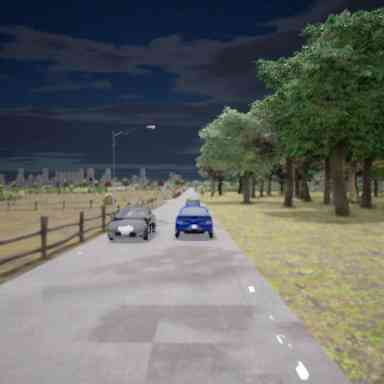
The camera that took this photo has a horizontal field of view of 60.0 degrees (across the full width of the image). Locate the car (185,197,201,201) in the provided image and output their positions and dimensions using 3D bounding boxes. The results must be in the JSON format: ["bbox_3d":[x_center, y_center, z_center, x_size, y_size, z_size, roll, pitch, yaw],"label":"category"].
[{"bbox_3d":[0.126,1.395,41.981,2.128,1.511,4.902,0,0,0],"label":"car"}]

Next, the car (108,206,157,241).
[{"bbox_3d":[-2.839,1.485,16.633,2.128,1.511,4.902,0,0,0],"label":"car"}]

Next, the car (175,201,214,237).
[{"bbox_3d":[0.111,1.469,18.014,1.882,1.535,5.008,0,0,0],"label":"car"}]
